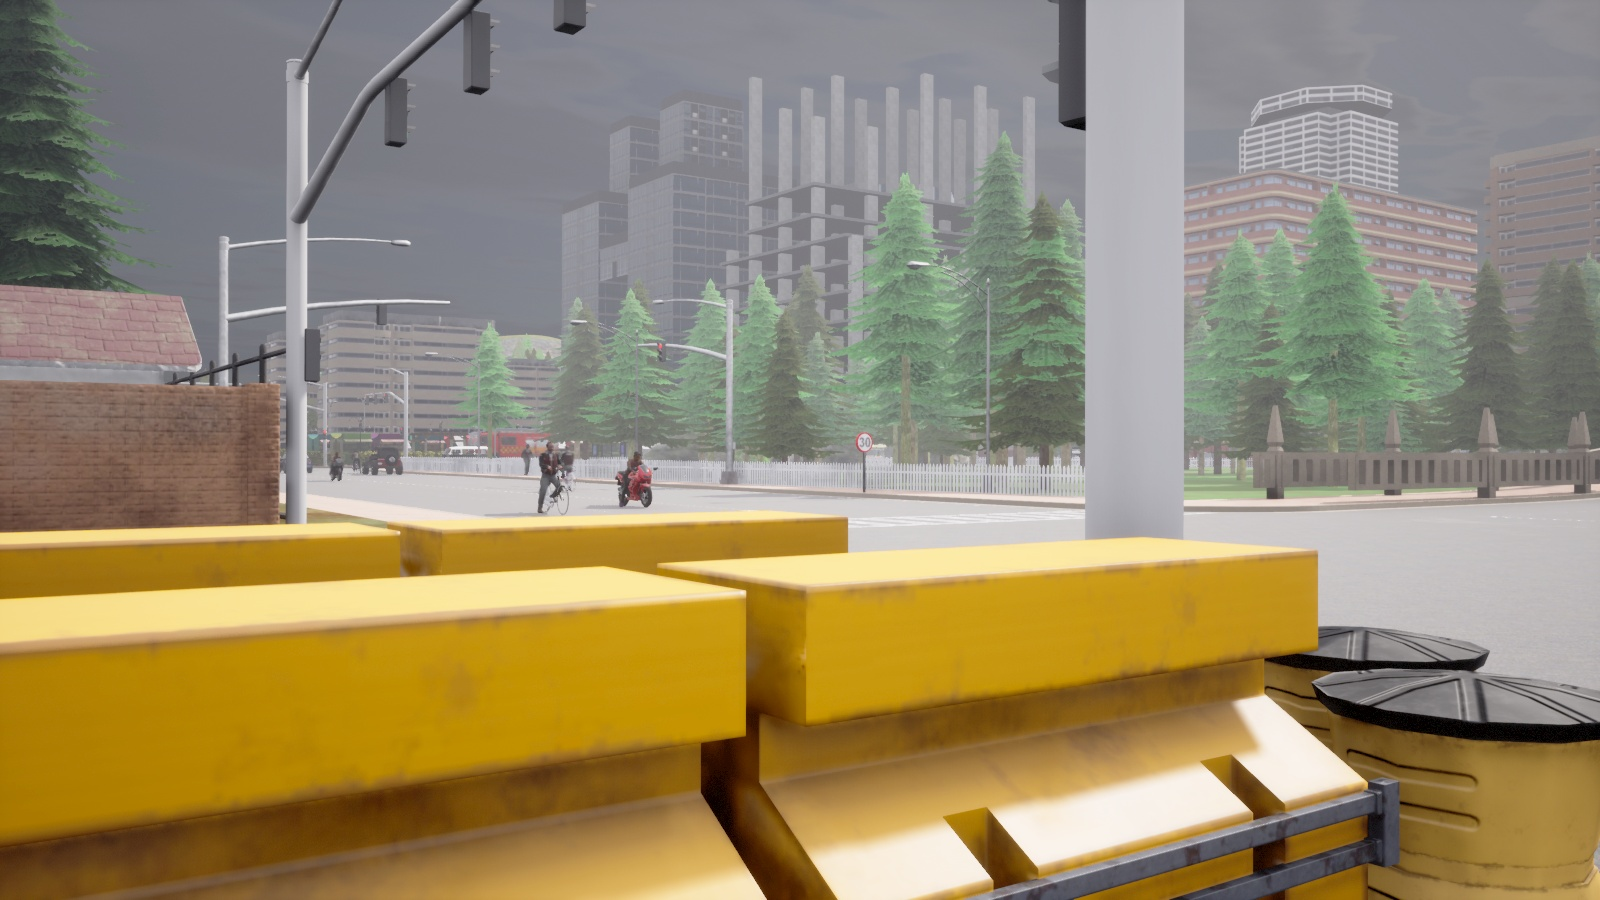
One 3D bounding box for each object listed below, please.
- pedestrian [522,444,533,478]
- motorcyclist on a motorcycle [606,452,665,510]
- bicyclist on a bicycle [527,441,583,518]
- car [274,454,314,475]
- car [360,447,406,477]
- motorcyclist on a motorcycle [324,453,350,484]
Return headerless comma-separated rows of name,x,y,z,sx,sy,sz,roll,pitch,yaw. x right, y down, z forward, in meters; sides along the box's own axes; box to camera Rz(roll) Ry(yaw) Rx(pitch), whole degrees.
pedestrian,-15.484,0.611,71.381,0.402,1.930,0.666,0,0,-33
motorcyclist on a motorcycle,-4.504,0.820,34.329,0.797,1.523,2.044,0,0,-33
bicyclist on a bicycle,-5.879,0.700,30.026,0.659,1.776,1.843,0,-1,-33
car,-35.762,1.003,88.727,1.970,1.475,3.806,0,0,-33
car,-27.279,0.796,82.114,1.905,1.878,3.866,0,-1,-33
motorcyclist on a motorcycle,-23.298,0.931,63.181,0.797,1.523,2.044,0,0,-33
